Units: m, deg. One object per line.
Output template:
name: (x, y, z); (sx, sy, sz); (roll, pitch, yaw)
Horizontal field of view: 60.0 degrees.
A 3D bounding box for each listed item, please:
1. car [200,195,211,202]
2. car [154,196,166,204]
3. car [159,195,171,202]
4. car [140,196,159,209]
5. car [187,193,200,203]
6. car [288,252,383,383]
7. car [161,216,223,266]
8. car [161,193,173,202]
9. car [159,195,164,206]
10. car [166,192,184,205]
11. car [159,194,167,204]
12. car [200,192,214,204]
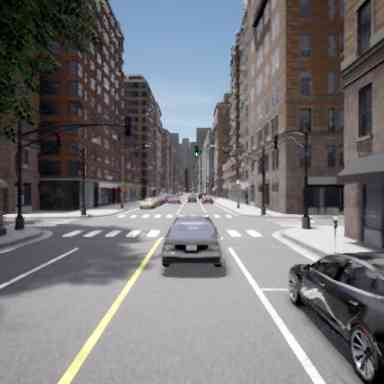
car: (2.843, 1.446, 70.423); (2.008, 1.369, 4.403); (0, 0, 0)
car: (-5.680, 1.450, 59.489); (1.887, 1.381, 4.507); (0, 0, 0)
car: (-5.682, 1.446, 70.390); (2.008, 1.369, 4.403); (0, 0, 0)
car: (-5.677, 1.451, 42.967); (1.752, 1.417, 4.829); (0, 0, 0)
car: (0.033, 1.387, 66.186); (2.128, 1.511, 4.902); (0, 0, 0)
car: (2.855, 1.558, 5.150); (1.947, 1.339, 4.313); (0, 0, 0)
car: (0.047, 1.530, 11.396); (2.033, 1.411, 5.357); (0, 0, 1)
car: (-5.683, 1.207, 75.841); (2.192, 1.841, 5.009); (0, 0, 0)
car: (-5.678, 1.469, 48.587); (2.008, 1.369, 4.403); (0, 0, 0)
car: (-3.064, 1.258, 58.533); (2.097, 1.767, 4.553); (0, 0, 1)
car: (-5.679, 1.456, 54.038); (1.887, 1.381, 4.507); (0, 0, 0)
car: (2.845, 1.345, 59.526); (1.967, 1.590, 4.097); (0, 0, 0)
